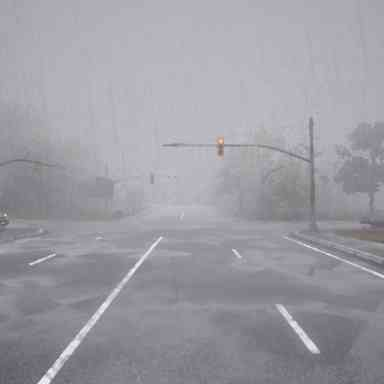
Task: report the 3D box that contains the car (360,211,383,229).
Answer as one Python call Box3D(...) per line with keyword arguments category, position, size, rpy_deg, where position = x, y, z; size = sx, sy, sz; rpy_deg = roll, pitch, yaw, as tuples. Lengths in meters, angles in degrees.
Box3D(category="car", position=(16.453, 2.183, 26.717), size=(5.357, 1.411, 2.033), rpy_deg=(0, -3, -1))

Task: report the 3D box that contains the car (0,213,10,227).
Box3D(category="car", position=(-18.135, 2.096, 28.701), size=(4.553, 1.767, 2.097), rpy_deg=(-1, -3, 13))
